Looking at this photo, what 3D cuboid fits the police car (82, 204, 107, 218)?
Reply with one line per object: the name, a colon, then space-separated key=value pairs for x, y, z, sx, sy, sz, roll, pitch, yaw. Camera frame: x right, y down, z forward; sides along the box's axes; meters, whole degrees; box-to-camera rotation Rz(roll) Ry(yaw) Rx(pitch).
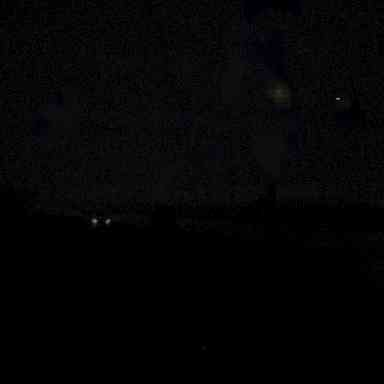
police car: x=-12.306 y=2.296 z=42.034 sx=1.930 sy=1.638 sz=5.238 roll=-3 pitch=0 yaw=-35
